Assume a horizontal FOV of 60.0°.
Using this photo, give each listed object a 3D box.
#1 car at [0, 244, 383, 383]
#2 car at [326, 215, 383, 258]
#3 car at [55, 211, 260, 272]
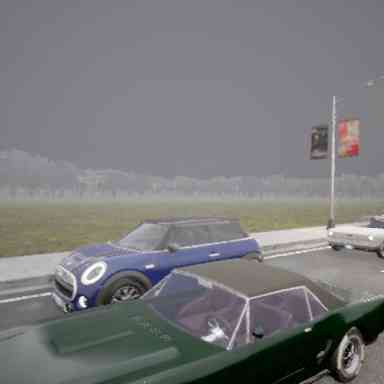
[{"bbox_3d":[0.258,1.595,3.865,4.718,1.301,1.895,0,0,-35],"label":"car"},{"bbox_3d":[7.227,1.589,12.766,4.718,1.301,1.895,0,0,-35],"label":"car"},{"bbox_3d":[-0.558,1.341,7.264,4.553,1.767,2.097,0,0,-35],"label":"car"}]
